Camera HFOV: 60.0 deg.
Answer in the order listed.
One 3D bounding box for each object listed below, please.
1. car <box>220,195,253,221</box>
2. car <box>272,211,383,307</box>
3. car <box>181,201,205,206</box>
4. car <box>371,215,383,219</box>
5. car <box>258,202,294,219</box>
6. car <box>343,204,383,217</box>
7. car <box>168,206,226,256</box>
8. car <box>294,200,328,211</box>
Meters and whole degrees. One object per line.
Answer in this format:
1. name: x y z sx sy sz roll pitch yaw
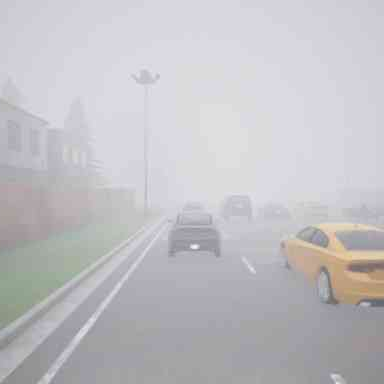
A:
1. car: 3.588 1.234 27.602 2.150 2.045 5.566 0 0 0
2. car: 3.580 1.481 8.110 1.882 1.535 5.008 0 0 0
3. car: 0.088 1.517 28.657 1.837 1.490 4.892 0 0 0
4. car: 7.083 1.552 8.490 2.033 1.411 5.357 0 0 0
5. car: 7.086 1.577 29.036 1.994 1.385 4.181 0 0 0
6. car: 14.087 1.613 26.962 1.895 1.301 4.718 0 0 0
7. car: 0.091 1.511 13.178 1.837 1.490 4.892 0 0 0
8. car: 10.588 1.491 30.124 1.882 1.535 5.008 0 0 0
